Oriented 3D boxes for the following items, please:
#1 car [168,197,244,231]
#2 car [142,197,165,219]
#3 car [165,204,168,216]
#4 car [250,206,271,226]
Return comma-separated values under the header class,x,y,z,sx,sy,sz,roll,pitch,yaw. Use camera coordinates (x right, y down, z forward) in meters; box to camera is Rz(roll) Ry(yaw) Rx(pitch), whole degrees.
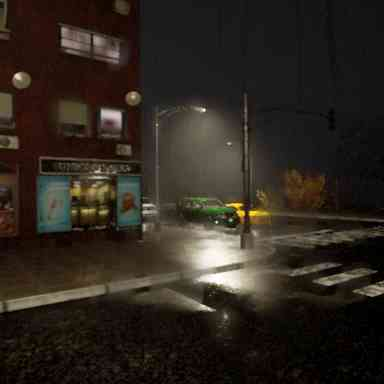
class,x,y,z,sx,sy,sz,roll,pitch,yaw
car,0.860,1.405,22.698,2.150,2.045,5.566,-1,0,-34
car,-5.105,1.475,31.172,2.150,2.045,5.566,-1,0,-34
car,-1.824,1.809,32.154,1.895,1.301,4.718,-1,0,-35
car,3.543,1.623,24.511,1.882,1.535,5.008,-1,0,-35
